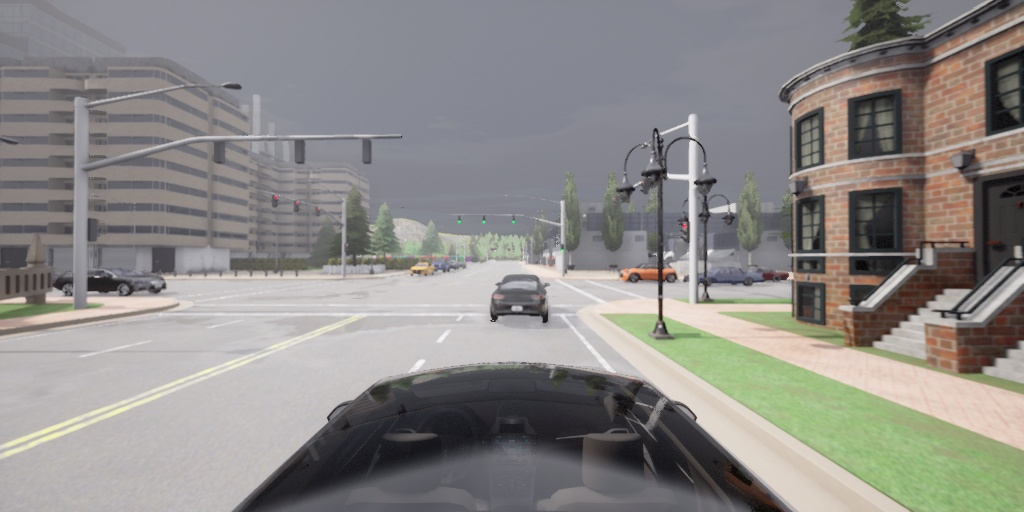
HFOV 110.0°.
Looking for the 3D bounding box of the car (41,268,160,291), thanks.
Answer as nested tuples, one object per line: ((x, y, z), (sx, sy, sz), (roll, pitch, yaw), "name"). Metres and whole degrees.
((-26.528, 1.478, 23.241), (5.357, 1.411, 2.033), (0, 0, 0), "car")

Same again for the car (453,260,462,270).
((-10.545, 1.867, 63.225), (1.895, 1.301, 4.718), (0, 0, 1), "car")

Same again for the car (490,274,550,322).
((0.358, 1.367, 12.619), (1.812, 1.442, 4.674), (0, -1, 5), "car")

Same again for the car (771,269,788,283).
((20.313, 1.589, 30.196), (4.718, 1.301, 1.895), (0, 0, -2), "car")

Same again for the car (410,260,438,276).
((-10.645, 1.572, 42.800), (1.882, 1.535, 5.008), (0, 0, 2), "car")

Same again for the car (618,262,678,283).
((11.321, 1.339, 30.064), (4.553, 1.767, 2.097), (0, 0, -1), "car")

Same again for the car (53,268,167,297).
((-21.908, 1.393, 19.738), (4.902, 1.511, 2.128), (0, 0, 0), "car")

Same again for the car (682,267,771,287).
((15.624, 1.505, 26.570), (5.357, 1.411, 2.033), (0, 0, -1), "car")

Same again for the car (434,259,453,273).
((-10.583, 1.401, 52.928), (2.150, 2.045, 5.566), (0, 0, 0), "car")
